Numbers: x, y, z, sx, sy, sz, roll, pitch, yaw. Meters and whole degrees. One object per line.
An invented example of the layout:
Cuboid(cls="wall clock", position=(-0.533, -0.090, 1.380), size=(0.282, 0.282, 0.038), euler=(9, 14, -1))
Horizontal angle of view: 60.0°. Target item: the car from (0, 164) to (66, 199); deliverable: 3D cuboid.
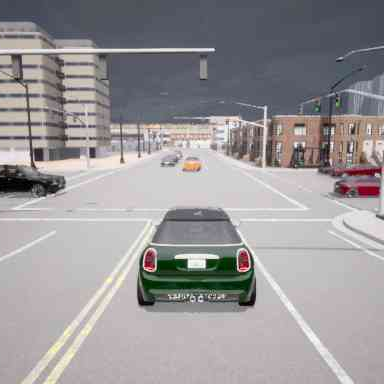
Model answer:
Cuboid(cls="car", position=(-11.411, -0.748, 21.807), size=(5.566, 2.045, 2.150), euler=(0, 8, 0))

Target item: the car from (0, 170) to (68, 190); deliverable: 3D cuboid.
Cuboid(cls="car", position=(-12.274, -0.919, 25.521), size=(4.718, 1.301, 1.895), euler=(-1, 9, -4))

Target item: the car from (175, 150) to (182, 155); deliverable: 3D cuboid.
Cuboid(cls="car", position=(-3.365, -7.262, 67.490), size=(1.812, 1.442, 4.674), euler=(0, 8, 1))

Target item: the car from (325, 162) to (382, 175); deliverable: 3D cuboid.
Cuboid(cls="car", position=(16.051, -2.062, 32.279), size=(5.008, 1.535, 1.882), euler=(0, 8, 0))

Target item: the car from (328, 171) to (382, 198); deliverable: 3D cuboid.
Cuboid(cls="car", position=(11.494, -0.400, 21.736), size=(4.181, 1.385, 1.994), euler=(0, 8, 0))

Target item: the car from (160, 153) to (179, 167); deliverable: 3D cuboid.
Cuboid(cls="car", position=(-3.507, -4.516, 48.858), size=(2.128, 1.511, 4.902), euler=(0, 8, 1))

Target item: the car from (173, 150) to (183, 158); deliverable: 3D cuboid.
Cuboid(cls="car", position=(-3.332, -8.934, 77.540), size=(2.097, 1.767, 4.553), euler=(0, 8, 0))

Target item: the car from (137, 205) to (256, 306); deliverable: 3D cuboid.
Cuboid(cls="car", position=(0.092, 1.075, 7.660), size=(2.097, 1.767, 4.553), euler=(0, 4, 0))

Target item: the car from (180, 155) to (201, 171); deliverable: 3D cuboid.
Cuboid(cls="car", position=(0.066, -3.762, 42.858), size=(2.097, 1.767, 4.553), euler=(0, 9, 4))

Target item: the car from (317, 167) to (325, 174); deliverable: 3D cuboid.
Cuboid(cls="car", position=(16.398, -2.510, 35.757), size=(5.357, 1.411, 2.033), euler=(0, 8, 0))

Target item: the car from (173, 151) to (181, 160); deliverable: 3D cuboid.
Cuboid(cls="car", position=(-3.454, -5.923, 58.195), size=(1.882, 1.535, 5.008), euler=(0, 9, 0))
